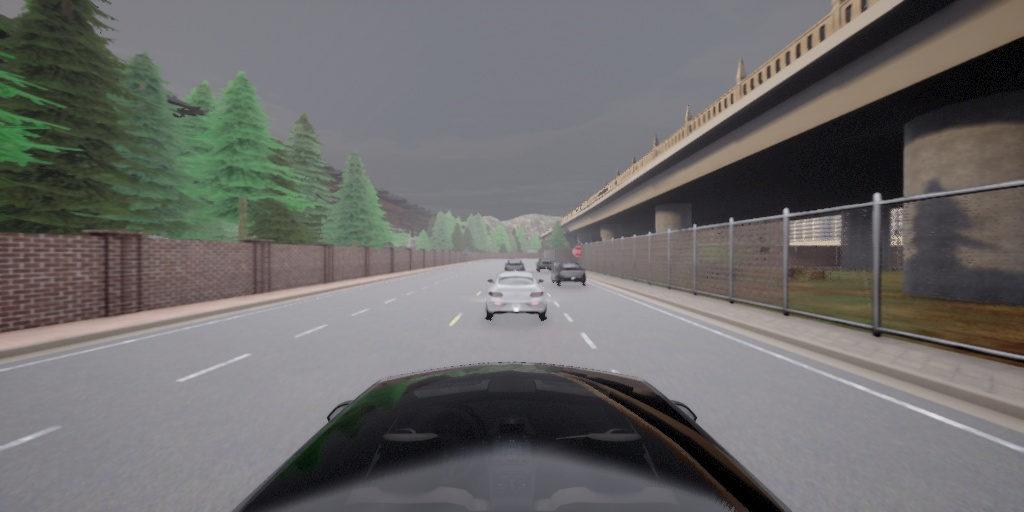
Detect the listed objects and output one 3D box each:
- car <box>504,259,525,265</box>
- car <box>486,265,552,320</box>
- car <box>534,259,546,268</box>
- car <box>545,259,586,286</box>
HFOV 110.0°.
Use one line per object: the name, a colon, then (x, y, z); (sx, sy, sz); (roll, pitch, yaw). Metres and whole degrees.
car: (0.229, 1.066, 33.848); (2.128, 1.511, 4.902); (0, 0, 0)
car: (0.126, 1.218, 12.276); (1.812, 1.442, 4.674); (0, 0, 0)
car: (3.765, 1.041, 41.901); (1.837, 1.490, 4.892); (0, 0, 0)
car: (3.687, 1.126, 23.937); (2.128, 1.511, 4.902); (0, 0, 0)
